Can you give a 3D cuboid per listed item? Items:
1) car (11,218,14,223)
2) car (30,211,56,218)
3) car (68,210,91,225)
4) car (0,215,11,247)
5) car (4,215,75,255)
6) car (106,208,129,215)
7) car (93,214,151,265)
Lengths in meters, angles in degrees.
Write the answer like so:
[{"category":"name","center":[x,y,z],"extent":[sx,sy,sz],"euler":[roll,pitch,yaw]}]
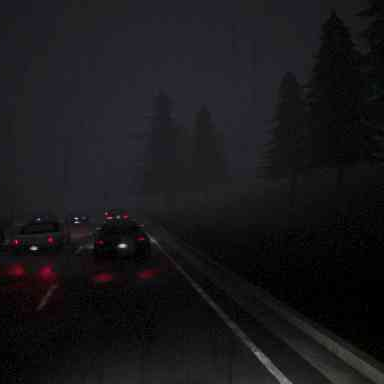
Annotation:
[{"category":"car","center":[-17.293,2.677,29.279],"extent":[1.895,1.301,4.718],"euler":[-3,0,-13]},{"category":"car","center":[-14.393,2.523,32.236],"extent":[1.994,1.385,4.181],"euler":[-3,0,-13]},{"category":"car","center":[-10.483,2.360,30.866],"extent":[1.895,1.301,4.718],"euler":[-3,0,-13]},{"category":"car","center":[-10.578,1.993,15.745],"extent":[2.097,1.767,4.553],"euler":[-3,0,-13]},{"category":"car","center":[-6.995,2.069,15.832],"extent":[1.895,1.301,4.718],"euler":[-3,0,-13]},{"category":"car","center":[-6.327,2.085,28.412],"extent":[2.033,1.411,5.357],"euler":[-3,0,-13]},{"category":"car","center":[-2.761,1.804,13.017],"extent":[1.994,1.385,4.181],"euler":[-3,0,-13]}]
